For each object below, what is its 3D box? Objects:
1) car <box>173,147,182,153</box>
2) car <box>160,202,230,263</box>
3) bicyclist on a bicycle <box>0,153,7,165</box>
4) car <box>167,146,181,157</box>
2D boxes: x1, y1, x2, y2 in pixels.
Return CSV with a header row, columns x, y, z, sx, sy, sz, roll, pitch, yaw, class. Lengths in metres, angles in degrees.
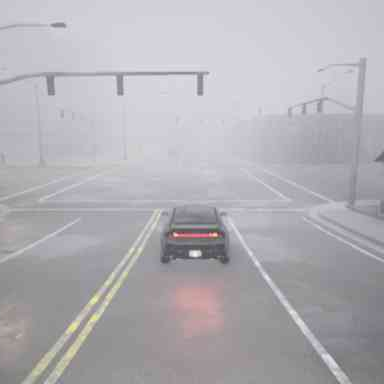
x,y,z,sx,sy,sz,roll,pitch,yaw,class
-3.494,-10.197,80.406,2.033,1.411,5.357,0,10,0,car
0.072,1.069,10.407,1.837,1.490,4.892,0,4,0,car
-25.261,-4.410,44.443,0.582,1.620,1.656,0,10,0,bicyclist on a bicycle
-3.508,-7.889,64.703,2.150,2.045,5.566,0,10,0,car
